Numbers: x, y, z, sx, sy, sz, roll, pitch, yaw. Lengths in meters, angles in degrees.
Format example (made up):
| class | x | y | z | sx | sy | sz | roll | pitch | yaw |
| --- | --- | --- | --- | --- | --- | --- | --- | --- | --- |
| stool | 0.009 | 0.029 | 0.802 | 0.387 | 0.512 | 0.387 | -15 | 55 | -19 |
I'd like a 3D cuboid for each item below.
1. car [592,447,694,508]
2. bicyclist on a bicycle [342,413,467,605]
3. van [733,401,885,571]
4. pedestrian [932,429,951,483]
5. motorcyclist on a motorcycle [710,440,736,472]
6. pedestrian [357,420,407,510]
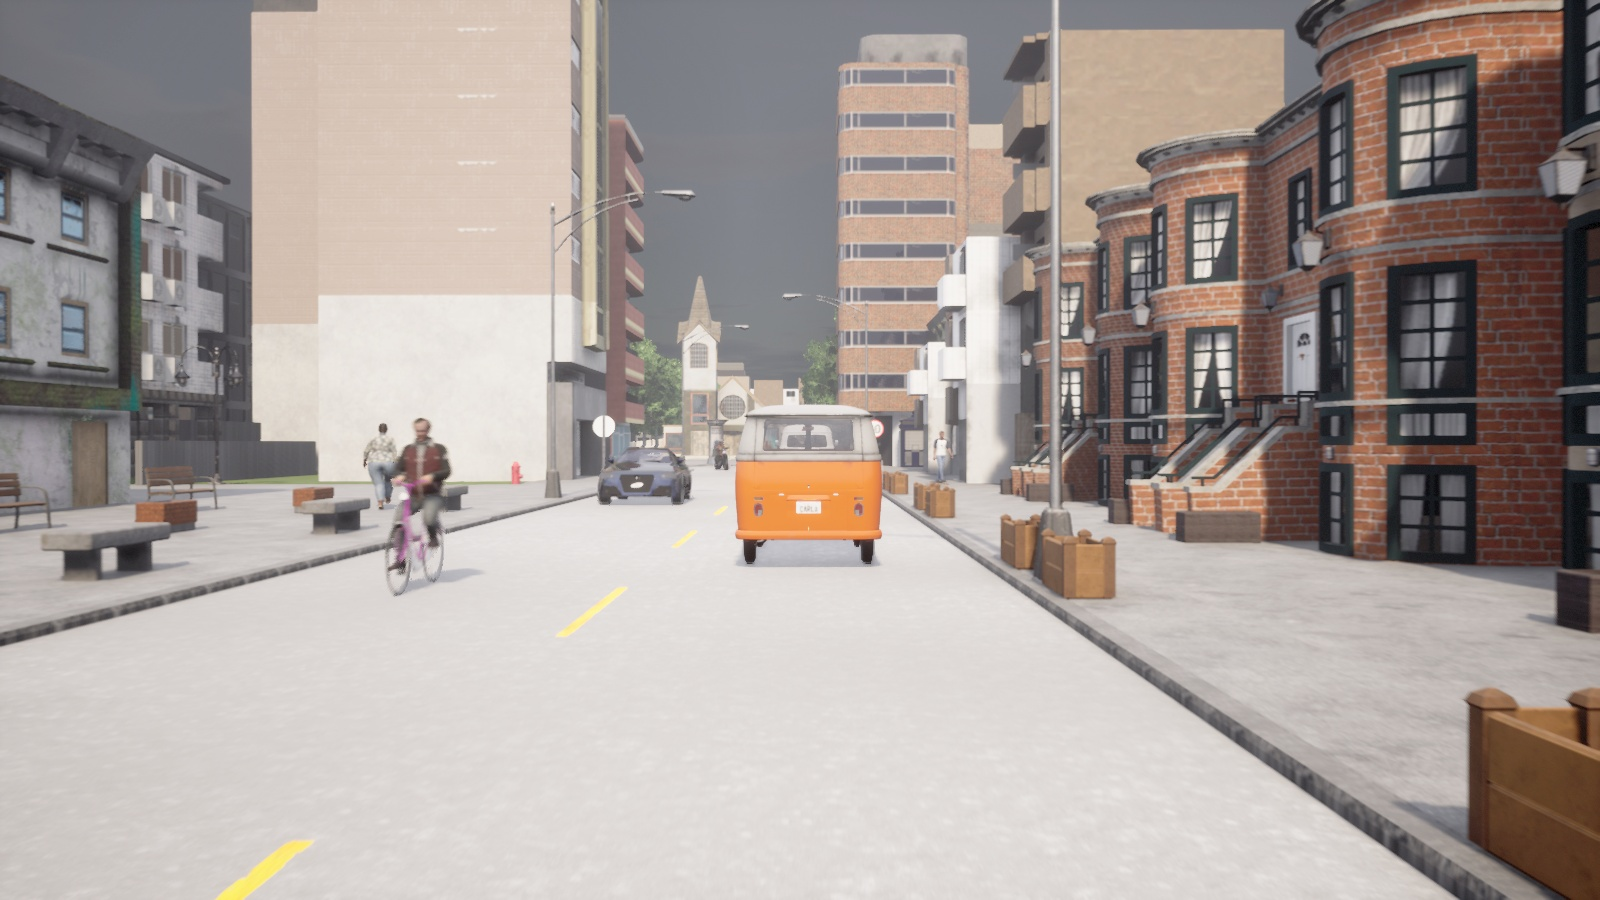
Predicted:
| class | x | y | z | sx | sy | sz | roll | pitch | yaw |
| --- | --- | --- | --- | --- | --- | --- | --- | --- | --- |
| car | -3.820 | 0.631 | 31.226 | 1.994 | 1.385 | 4.181 | 0 | 0 | 0 |
| bicyclist on a bicycle | -3.912 | 0.543 | 12.559 | 0.659 | 1.776 | 1.843 | 0 | 0 | 0 |
| van | 0.113 | 0.404 | 16.912 | 1.775 | 1.987 | 4.442 | 0 | 0 | 0 |
| pedestrian | 4.836 | 0.208 | 42.917 | 0.354 | 1.836 | 0.706 | 0 | 0 | -19 |
| motorcyclist on a motorcycle | -4.202 | 0.309 | 68.411 | 0.766 | 1.649 | 2.350 | -1 | 1 | -19 |
| pedestrian | -8.719 | 0.301 | 26.234 | 0.874 | 1.855 | 0.900 | 0 | 0 | -10 |
